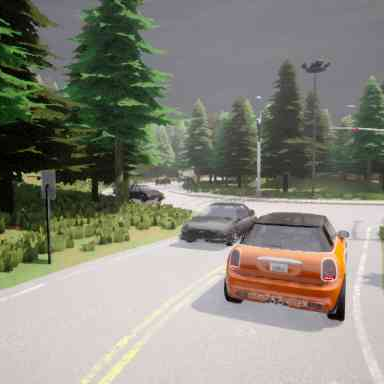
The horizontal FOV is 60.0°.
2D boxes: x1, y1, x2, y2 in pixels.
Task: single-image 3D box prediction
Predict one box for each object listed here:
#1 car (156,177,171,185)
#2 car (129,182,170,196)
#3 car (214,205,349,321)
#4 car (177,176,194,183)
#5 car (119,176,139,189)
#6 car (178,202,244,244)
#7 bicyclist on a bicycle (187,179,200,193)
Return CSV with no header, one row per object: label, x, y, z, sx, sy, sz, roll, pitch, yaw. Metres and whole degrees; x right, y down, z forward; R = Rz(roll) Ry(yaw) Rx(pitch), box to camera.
car,-5.169,-2.041,60.237,1.882,1.535,5.008,0,4,10
car,-4.519,0.079,30.804,2.033,1.411,5.357,-3,5,-35
car,2.360,1.241,7.547,2.097,1.767,4.553,2,2,25
car,-1.295,-2.678,69.825,1.812,1.442,4.674,3,5,35
car,-9.495,-1.448,50.206,2.097,1.767,4.553,0,4,0
car,1.341,1.167,13.722,2.033,1.411,5.357,2,3,23
bicyclist on a bicycle,0.162,-0.642,37.309,1.656,1.620,0.582,-3,5,-28
